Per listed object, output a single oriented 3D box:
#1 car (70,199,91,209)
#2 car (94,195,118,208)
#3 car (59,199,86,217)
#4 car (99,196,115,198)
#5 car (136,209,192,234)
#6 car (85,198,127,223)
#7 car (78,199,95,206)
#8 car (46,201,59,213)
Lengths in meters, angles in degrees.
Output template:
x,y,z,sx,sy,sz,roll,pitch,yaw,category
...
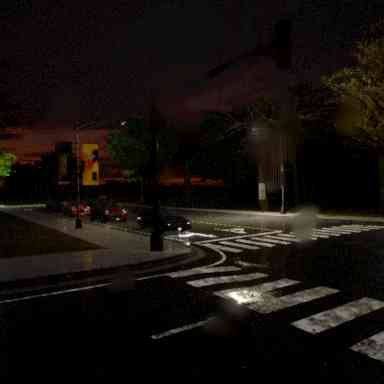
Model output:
x,y,z,sx,sy,sz,roll,pitch,yaw,category
-19.701,2.079,58.659,2.033,1.411,5.357,-1,0,-35,car
-15.082,1.653,57.891,2.150,2.045,5.566,-1,0,-35,car
-13.142,1.812,37.792,2.097,1.767,4.553,-1,0,-35,car
-13.840,1.783,50.347,2.097,1.767,4.553,-1,0,-35,car
-2.037,1.819,22.018,2.033,1.411,5.357,-1,0,-29,car
-7.534,1.717,29.771,2.097,1.767,4.553,-1,0,-35,car
-21.197,2.100,66.637,1.994,1.385,4.181,-1,0,-35,car
-18.897,2.036,46.097,1.882,1.535,5.008,-1,0,-35,car
